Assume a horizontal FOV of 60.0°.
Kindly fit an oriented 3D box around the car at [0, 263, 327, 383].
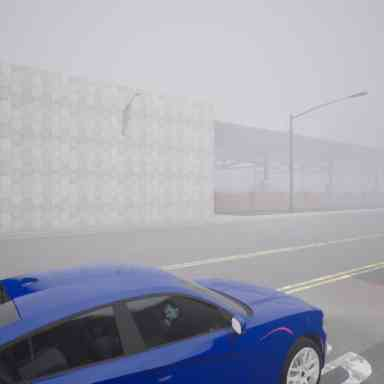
[{"bbox_3d":[-0.683,1.478,3.262,5.008,1.535,1.882,0,0,-36],"label":"car"}]
